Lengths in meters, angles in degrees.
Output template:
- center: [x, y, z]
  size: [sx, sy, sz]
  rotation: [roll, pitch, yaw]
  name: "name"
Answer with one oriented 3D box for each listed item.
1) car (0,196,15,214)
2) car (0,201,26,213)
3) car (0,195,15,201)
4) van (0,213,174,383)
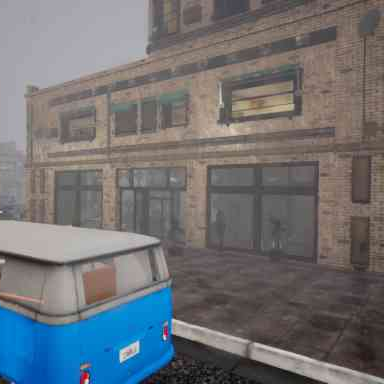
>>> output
- center: [-22.069, 1.411, 35.552]
  size: [2.192, 1.841, 5.009]
  rotation: [0, 0, 36]
  name: "car"
- center: [-15.307, 1.793, 30.607]
  size: [1.947, 1.339, 4.313]
  rotation: [0, 0, 36]
  name: "car"
- center: [-20.530, 1.349, 33.258]
  size: [2.150, 2.045, 5.566]
  rotation: [1, 0, 36]
  name: "car"
- center: [-2.124, 1.340, 4.363]
  size: [3.998, 1.788, 1.690]
  rotation: [0, 1, 35]
  name: "van"
